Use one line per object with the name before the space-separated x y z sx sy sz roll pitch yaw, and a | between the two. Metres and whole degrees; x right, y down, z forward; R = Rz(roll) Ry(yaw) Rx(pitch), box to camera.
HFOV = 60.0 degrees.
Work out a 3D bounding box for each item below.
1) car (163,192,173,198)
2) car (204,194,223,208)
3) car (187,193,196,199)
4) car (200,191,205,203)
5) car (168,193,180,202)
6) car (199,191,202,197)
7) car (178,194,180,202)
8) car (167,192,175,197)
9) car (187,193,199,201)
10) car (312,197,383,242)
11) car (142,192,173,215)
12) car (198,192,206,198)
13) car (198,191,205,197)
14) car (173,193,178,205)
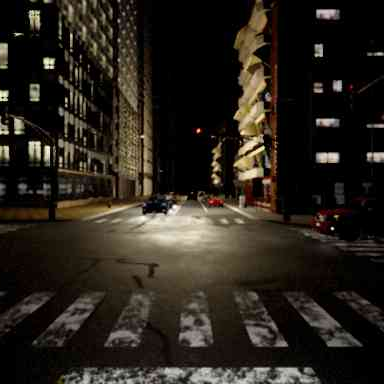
car | -5.782 0.747 79.779 2.008 1.369 4.403 0 1 0
car | 2.697 1.182 38.632 1.802 1.307 4.206 0 1 0
car | -0.082 0.826 71.637 1.994 1.385 4.181 0 1 0
car | 2.631 1.022 51.548 2.008 1.369 4.403 0 1 0
car | -3.068 0.884 58.118 1.882 1.535 5.008 0 1 0
car | 2.625 0.966 57.196 2.008 1.369 4.403 0 1 0
car | -3.130 1.109 47.848 1.895 1.301 4.718 0 1 0
car | -5.796 0.633 91.076 1.887 1.381 4.507 0 1 0
car | 0.027 0.945 60.604 1.994 1.385 4.181 0 0 0
car | 8.778 1.243 16.096 5.566 2.045 2.150 1 0 -4
car | -3.129 1.044 29.540 2.097 1.767 4.553 0 1 0
car | 2.591 0.723 85.438 1.802 1.307 4.206 0 1 0
car | 2.585 0.528 91.085 1.967 1.590 4.097 0 1 0
car | -3.140 1.092 38.590 2.128 1.511 4.902 0 1 0
